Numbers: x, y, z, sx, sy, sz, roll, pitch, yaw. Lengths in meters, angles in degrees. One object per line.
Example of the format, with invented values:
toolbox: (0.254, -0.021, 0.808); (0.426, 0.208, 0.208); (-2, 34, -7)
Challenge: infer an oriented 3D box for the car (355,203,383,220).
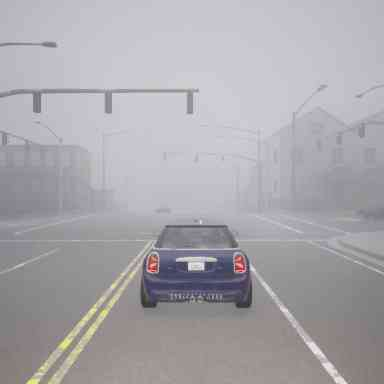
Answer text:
car: (16.624, 1.547, 27.680); (5.357, 1.411, 2.033); (0, 0, -1)

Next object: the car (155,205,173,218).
car: (-3.564, 2.570, 42.575); (1.895, 1.301, 4.718); (0, -8, 0)

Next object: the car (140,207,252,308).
car: (0.091, 1.352, 8.092); (2.097, 1.767, 4.553); (0, 0, 0)
